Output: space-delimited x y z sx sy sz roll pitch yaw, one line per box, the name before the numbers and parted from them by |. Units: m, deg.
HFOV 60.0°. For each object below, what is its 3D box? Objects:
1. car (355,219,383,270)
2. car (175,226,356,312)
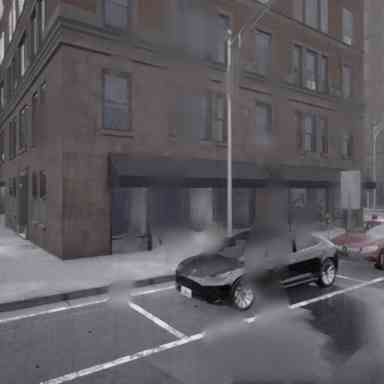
car | 6.140 1.580 10.915 4.206 1.307 1.802 0 0 -36
car | 1.661 1.565 7.720 4.313 1.339 1.947 0 0 -36
